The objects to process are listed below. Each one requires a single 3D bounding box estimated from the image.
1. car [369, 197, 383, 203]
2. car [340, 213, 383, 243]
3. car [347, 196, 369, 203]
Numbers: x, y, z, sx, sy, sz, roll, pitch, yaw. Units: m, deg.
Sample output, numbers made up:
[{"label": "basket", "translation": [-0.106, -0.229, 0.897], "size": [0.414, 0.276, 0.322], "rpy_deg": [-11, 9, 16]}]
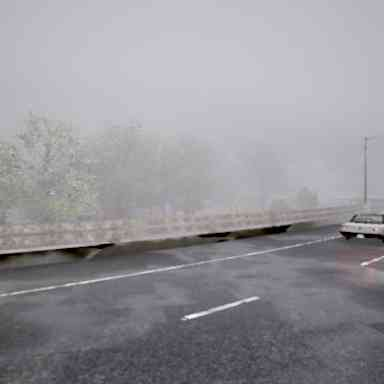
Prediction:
[{"label": "car", "translation": [42.997, 1.898, 79.123], "size": [1.882, 1.535, 5.008], "rpy_deg": [0, 0, 5]}, {"label": "car", "translation": [9.210, 1.720, 16.616], "size": [4.718, 1.301, 1.895], "rpy_deg": [0, 0, -45]}, {"label": "car", "translation": [39.518, 1.769, 79.489], "size": [2.097, 1.767, 4.553], "rpy_deg": [0, 0, 5]}]
